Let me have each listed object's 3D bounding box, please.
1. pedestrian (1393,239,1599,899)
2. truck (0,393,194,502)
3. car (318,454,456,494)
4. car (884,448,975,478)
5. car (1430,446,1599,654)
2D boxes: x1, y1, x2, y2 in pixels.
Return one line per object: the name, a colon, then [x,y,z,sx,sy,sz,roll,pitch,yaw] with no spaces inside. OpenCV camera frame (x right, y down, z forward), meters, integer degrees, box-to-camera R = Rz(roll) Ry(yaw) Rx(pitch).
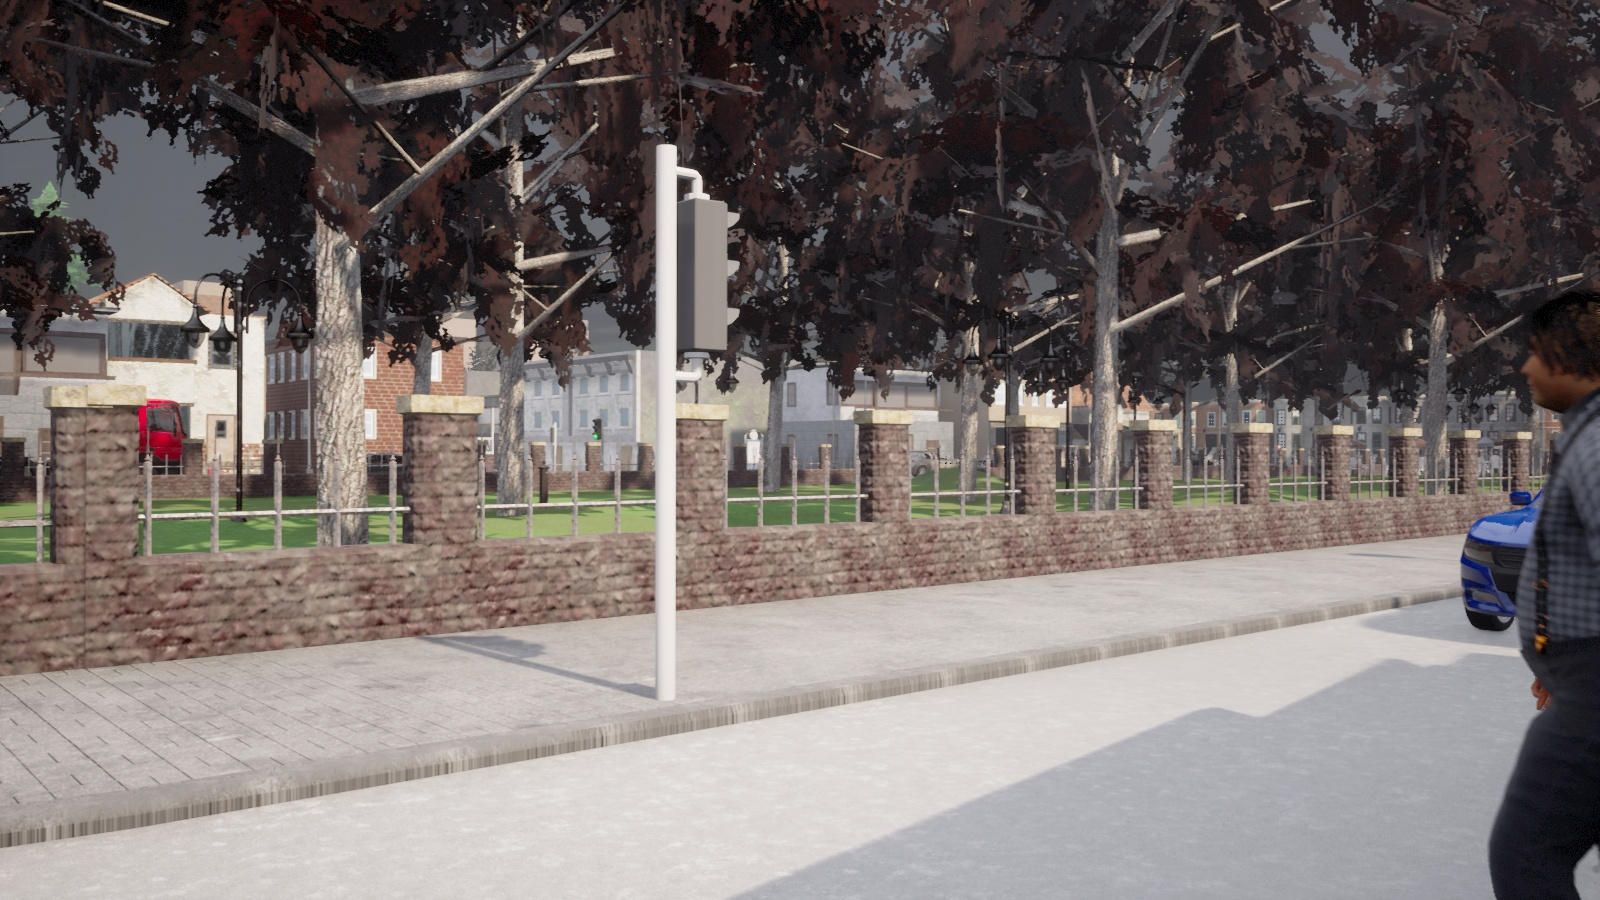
pedestrian: [1.773,0.500,2.751,0.540,1.848,0.694,0,0,-41]
truck: [-25.160,-0.077,42.387,7.936,3.462,2.891,0,0,-44]
car: [-16.417,0.914,50.048,4.892,1.490,1.837,0,0,-43]
car: [7.281,0.694,70.425,5.027,1.651,2.152,0,0,-40]
car: [7.635,0.737,11.074,5.008,1.535,1.882,0,0,-40]
